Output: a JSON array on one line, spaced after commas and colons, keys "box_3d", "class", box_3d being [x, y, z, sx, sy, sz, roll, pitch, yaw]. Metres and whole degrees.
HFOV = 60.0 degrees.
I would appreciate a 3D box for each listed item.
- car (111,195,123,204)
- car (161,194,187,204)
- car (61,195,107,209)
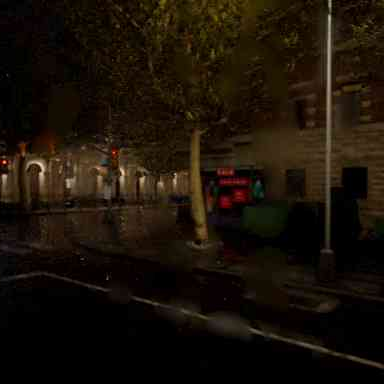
[{"box_3d": [-12.649, 1.144, 49.668, 1.895, 1.301, 4.718, 1, 0, 36], "class": "car"}, {"box_3d": [-2.805, 1.104, 51.916, 1.882, 1.535, 5.008, 1, 0, 36], "class": "car"}, {"box_3d": [-12.662, 1.129, 38.284, 1.837, 1.490, 4.892, 1, 1, 36], "class": "car"}]
